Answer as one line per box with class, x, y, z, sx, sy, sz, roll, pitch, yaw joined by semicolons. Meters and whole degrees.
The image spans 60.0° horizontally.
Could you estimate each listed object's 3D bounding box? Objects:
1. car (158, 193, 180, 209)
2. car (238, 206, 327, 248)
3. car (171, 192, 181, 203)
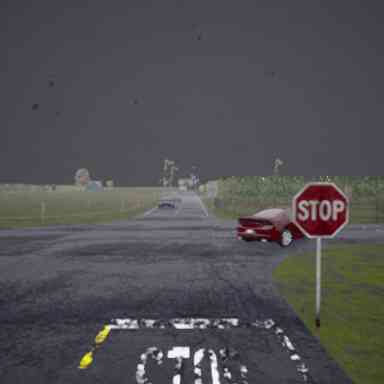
car;-2.863;1.162;38.835;2.033;1.411;5.357;0;1;0
car;4.105;1.347;14.402;5.008;1.535;1.882;-1;0;-41
car;-2.845;0.807;54.030;2.097;1.767;4.553;0;1;0
